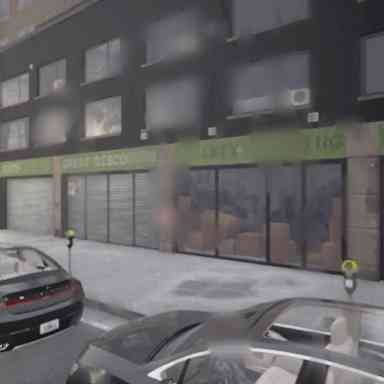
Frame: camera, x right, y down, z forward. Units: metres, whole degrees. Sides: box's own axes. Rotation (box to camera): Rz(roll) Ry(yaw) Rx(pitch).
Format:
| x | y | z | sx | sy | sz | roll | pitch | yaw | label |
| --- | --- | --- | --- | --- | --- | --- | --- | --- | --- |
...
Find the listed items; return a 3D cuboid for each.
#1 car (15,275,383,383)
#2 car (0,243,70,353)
| x | y | z | sx | sy | sz | roll | pitch | yaw | label |
| --- | --- | --- | --- | --- | --- | --- | --- | --- | --- |
| 0.837 | 1.550 | 2.488 | 4.403 | 1.369 | 2.008 | 0 | 0 | 35 | car |
| -3.669 | 1.548 | 5.682 | 4.403 | 1.369 | 2.008 | 0 | 0 | 35 | car |
